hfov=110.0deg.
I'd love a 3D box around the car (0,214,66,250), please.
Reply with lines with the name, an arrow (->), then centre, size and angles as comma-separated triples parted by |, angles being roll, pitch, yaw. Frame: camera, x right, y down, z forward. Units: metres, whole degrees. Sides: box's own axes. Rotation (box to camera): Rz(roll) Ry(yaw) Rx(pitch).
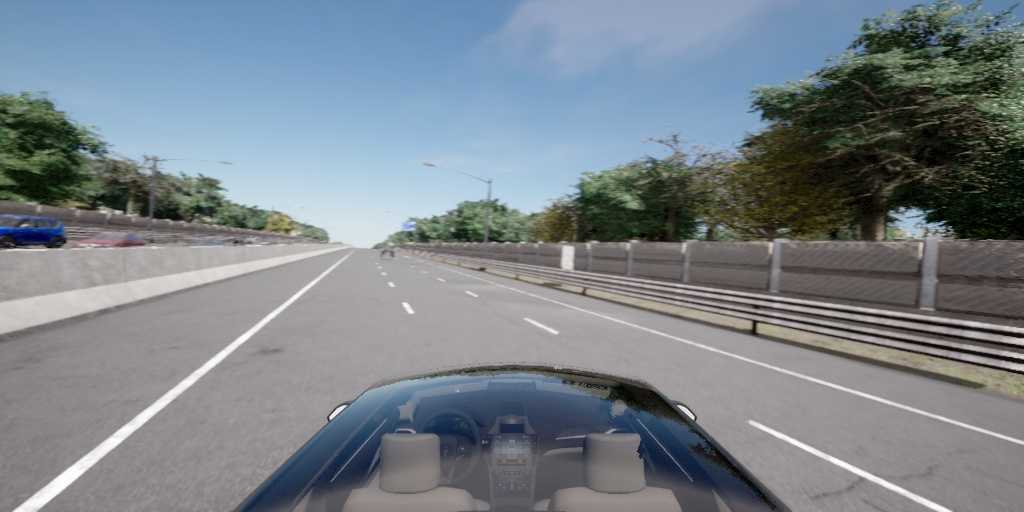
car -> -27.449, -1.264, 19.582 | 2.150, 2.045, 5.566 | 5, 0, -22

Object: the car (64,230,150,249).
car -> -24.908, -0.755, 22.532 | 1.812, 1.442, 4.674 | 5, 0, -22

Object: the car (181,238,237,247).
car -> -23.020, -0.623, 27.099 | 1.837, 1.490, 4.892 | 5, 0, -22

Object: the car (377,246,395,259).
car -> -17.727, -0.563, 50.984 | 1.837, 1.490, 4.892 | 5, 0, -23
